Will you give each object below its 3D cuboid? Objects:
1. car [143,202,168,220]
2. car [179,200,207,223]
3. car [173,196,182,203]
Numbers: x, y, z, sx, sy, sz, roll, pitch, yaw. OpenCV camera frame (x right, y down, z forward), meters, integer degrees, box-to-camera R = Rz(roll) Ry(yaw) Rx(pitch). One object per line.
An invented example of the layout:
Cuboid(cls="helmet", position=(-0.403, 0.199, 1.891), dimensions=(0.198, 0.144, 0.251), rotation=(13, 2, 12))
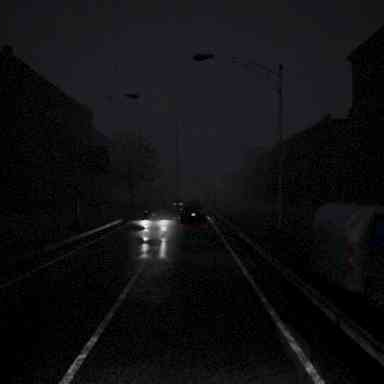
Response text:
Cuboid(cls="car", position=(-3.090, 1.582, 29.074), dimensions=(1.812, 1.442, 4.674), rotation=(0, 0, 0))
Cuboid(cls="car", position=(0.107, 1.608, 25.950), dimensions=(1.994, 1.385, 4.181), rotation=(0, 0, 0))
Cuboid(cls="car", position=(-2.983, 1.654, 71.472), dimensions=(2.033, 1.411, 5.357), rotation=(0, 0, 0))
